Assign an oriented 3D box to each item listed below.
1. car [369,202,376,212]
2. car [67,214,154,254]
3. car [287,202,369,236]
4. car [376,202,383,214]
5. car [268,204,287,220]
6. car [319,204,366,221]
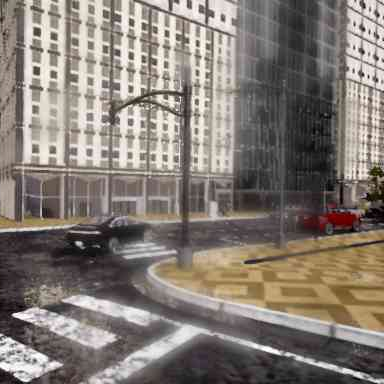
[{"bbox_3d":[18.286,1.842,37.543,4.829,1.417,1.752,0,1,-34],"label":"car"},{"bbox_3d":[-3.486,1.766,15.199,2.128,1.511,4.902,0,1,22],"label":"car"},{"bbox_3d":[8.846,1.689,21.528,5.009,1.841,2.192,0,1,-34],"label":"car"},{"bbox_3d":[23.104,1.914,40.841,4.313,1.339,1.947,0,1,-34],"label":"car"},{"bbox_3d":[9.070,1.808,31.235,4.403,1.369,2.008,0,1,-34],"label":"car"},{"bbox_3d":[14.510,1.930,31.971,4.718,1.301,1.895,0,1,-34],"label":"car"}]
